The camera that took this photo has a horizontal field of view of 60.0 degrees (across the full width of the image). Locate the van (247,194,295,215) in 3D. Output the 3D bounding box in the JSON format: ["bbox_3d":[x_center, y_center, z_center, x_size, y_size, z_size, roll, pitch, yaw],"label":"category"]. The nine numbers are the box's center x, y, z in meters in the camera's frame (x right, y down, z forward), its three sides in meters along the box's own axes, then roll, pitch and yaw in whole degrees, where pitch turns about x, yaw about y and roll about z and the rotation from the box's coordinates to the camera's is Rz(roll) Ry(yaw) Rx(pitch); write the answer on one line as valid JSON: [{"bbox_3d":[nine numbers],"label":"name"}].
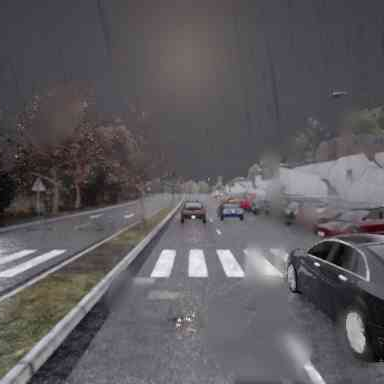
[{"bbox_3d":[7.971,1.238,33.616,4.442,1.987,1.878,1,0,-20],"label":"van"}]

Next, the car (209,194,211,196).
[{"bbox_3d":[8.114,0.660,87.378,5.566,2.045,2.435,1,0,-20],"label":"car"}]

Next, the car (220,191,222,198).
[{"bbox_3d":[8.053,1.158,60.515,4.553,1.767,2.185,0,1,-20],"label":"car"}]

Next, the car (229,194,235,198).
[{"bbox_3d":[8.050,1.459,45.588,4.792,1.488,2.163,1,1,-20],"label":"car"}]

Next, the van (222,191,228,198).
[{"bbox_3d":[7.975,1.097,57.486,4.442,1.987,1.878,0,1,-20],"label":"van"}]

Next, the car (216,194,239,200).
[{"bbox_3d":[8.078,1.101,75.440,4.674,1.452,2.002,0,1,-20],"label":"car"}]

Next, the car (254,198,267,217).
[{"bbox_3d":[8.069,1.470,27.695,4.892,1.521,2.231,1,0,-20],"label":"car"}]

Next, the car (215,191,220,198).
[{"bbox_3d":[7.907,1.192,66.425,5.366,1.575,1.946,0,1,-20],"label":"car"}]

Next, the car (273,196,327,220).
[{"bbox_3d":[8.046,1.348,21.720,4.553,1.767,2.185,1,0,-20],"label":"car"}]

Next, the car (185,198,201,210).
[{"bbox_3d":[0.107,1.518,42.808,1.994,1.385,4.181,0,0,0],"label":"car"}]

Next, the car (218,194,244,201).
[{"bbox_3d":[8.108,1.180,69.487,4.792,1.488,2.163,0,1,-20],"label":"car"}]

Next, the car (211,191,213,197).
[{"bbox_3d":[8.094,0.947,84.379,4.892,1.521,2.231,1,1,-20],"label":"car"}]

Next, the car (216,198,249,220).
[{"bbox_3d":[3.105,1.527,27.646,2.033,1.411,5.357,0,0,0],"label":"car"}]

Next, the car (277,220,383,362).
[{"bbox_3d":[3.101,1.501,5.858,1.837,1.490,4.892,0,0,0],"label":"car"}]

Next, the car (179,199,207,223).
[{"bbox_3d":[0.105,1.488,25.680,1.837,1.490,4.892,0,0,0],"label":"car"}]

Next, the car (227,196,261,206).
[{"bbox_3d":[8.105,1.417,51.585,4.792,1.488,2.163,1,0,-20],"label":"car"}]

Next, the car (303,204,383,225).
[{"bbox_3d":[8.048,1.507,15.729,4.792,1.488,2.163,1,0,-20],"label":"car"}]

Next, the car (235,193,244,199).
[{"bbox_3d":[8.106,1.211,36.659,5.566,2.045,2.435,1,0,-20],"label":"car"}]

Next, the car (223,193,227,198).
[{"bbox_3d":[8.074,1.396,54.557,4.674,1.452,2.002,1,0,-20],"label":"car"}]

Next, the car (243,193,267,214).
[{"bbox_3d":[8.054,1.215,30.663,5.566,2.045,2.435,1,0,-20],"label":"car"}]

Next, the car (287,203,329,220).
[{"bbox_3d":[8.069,1.516,18.748,4.674,1.452,2.002,1,0,-20],"label":"car"}]

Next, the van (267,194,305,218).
[{"bbox_3d":[8.186,1.247,24.755,4.442,1.987,1.878,1,0,-20],"label":"van"}]

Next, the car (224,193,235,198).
[{"bbox_3d":[7.906,1.404,48.515,5.366,1.575,1.946,1,1,-20],"label":"car"}]

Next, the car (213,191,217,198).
[{"bbox_3d":[7.909,1.099,72.391,5.366,1.575,1.946,0,1,-20],"label":"car"}]
